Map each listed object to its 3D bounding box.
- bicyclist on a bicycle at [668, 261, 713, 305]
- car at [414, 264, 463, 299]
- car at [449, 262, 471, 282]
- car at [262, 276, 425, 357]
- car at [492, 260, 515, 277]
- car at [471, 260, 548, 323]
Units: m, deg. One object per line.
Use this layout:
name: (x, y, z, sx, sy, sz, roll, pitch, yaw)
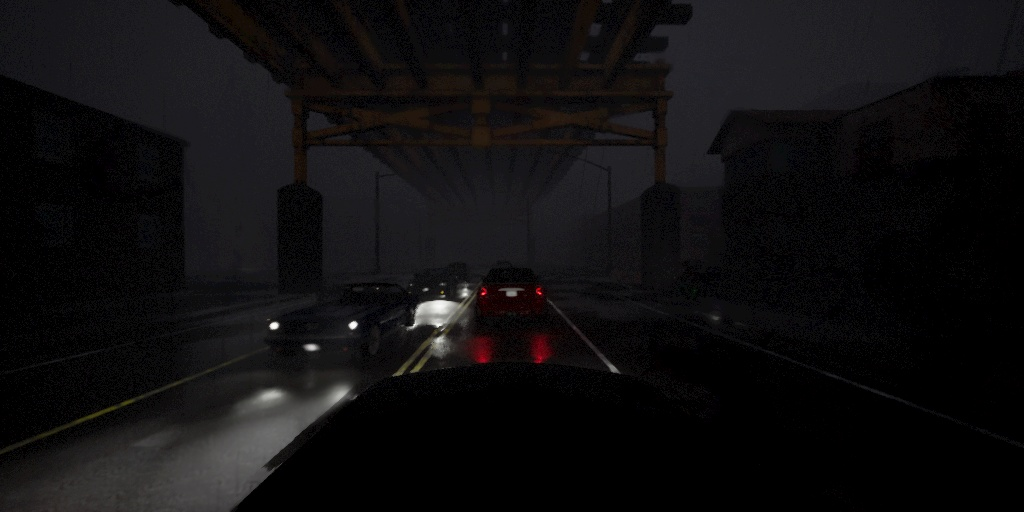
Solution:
bicyclist on a bicycle: (6.501, 0.989, 13.078, 1.656, 1.620, 0.582, -1, 0, -1)
car: (-3.848, 1.294, 17.915, 1.994, 1.385, 4.181, 0, 0, -1)
car: (-4.188, 1.210, 27.908, 1.837, 1.490, 4.892, 0, 0, -3)
car: (-3.682, 1.355, 8.739, 1.895, 1.301, 4.718, 0, 0, -1)
car: (-0.890, 1.173, 34.895, 1.837, 1.490, 4.892, 0, 0, -6)
car: (-0.044, 1.075, 12.219, 2.097, 1.767, 4.553, 0, 0, -1)
